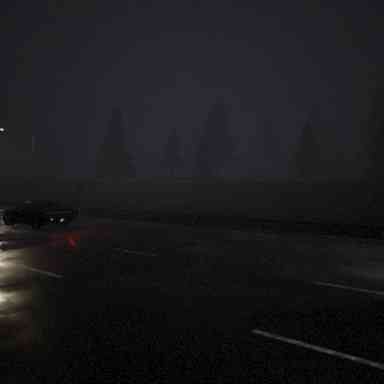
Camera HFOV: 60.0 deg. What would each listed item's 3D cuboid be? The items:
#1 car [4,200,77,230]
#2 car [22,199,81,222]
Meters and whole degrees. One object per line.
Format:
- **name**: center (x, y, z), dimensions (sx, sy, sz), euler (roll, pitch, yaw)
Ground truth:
- **car**: center (-8.793, 1.236, 18.860), dimensions (4.902, 1.511, 2.128), euler (1, 1, 35)
- **car**: center (-10.267, 1.248, 24.210), dimensions (4.181, 1.385, 1.994), euler (1, 1, 35)
